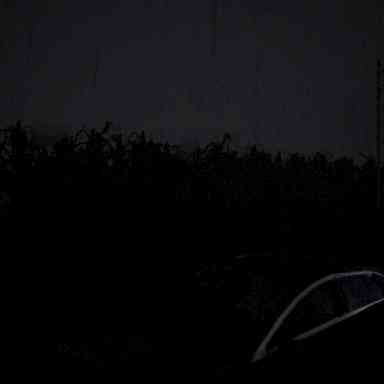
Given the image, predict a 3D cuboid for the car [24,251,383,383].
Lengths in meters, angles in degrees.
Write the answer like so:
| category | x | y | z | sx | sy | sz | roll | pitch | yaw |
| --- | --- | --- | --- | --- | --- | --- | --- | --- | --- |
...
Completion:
| category | x | y | z | sx | sy | sz | roll | pitch | yaw |
| --- | --- | --- | --- | --- | --- | --- | --- | --- | --- |
| car | 0.835 | 1.498 | 3.653 | 4.902 | 1.511 | 2.128 | 0 | 0 | -35 |
